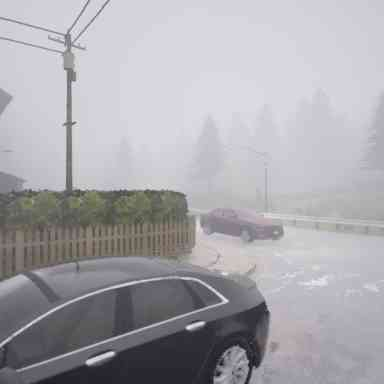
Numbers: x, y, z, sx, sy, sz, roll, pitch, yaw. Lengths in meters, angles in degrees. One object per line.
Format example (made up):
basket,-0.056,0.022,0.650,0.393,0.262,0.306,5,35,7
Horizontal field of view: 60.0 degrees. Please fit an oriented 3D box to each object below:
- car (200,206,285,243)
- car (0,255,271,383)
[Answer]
car,2.319,1.478,16.429,1.882,1.535,5.008,0,0,-31
car,-1.225,1.507,3.309,4.892,1.490,1.837,1,0,-39
